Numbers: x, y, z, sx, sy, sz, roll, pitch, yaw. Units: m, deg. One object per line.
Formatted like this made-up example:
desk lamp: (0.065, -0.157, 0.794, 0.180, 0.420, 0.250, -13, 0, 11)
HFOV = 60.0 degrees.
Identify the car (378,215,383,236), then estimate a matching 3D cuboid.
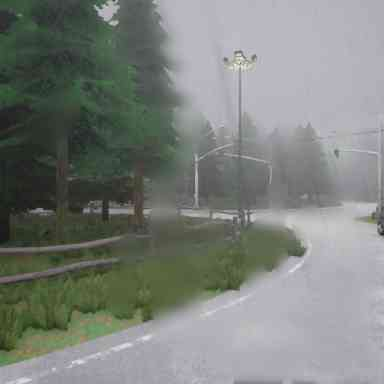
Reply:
car: (10.266, 1.352, 15.402, 2.097, 1.767, 4.553, 0, 0, 15)
